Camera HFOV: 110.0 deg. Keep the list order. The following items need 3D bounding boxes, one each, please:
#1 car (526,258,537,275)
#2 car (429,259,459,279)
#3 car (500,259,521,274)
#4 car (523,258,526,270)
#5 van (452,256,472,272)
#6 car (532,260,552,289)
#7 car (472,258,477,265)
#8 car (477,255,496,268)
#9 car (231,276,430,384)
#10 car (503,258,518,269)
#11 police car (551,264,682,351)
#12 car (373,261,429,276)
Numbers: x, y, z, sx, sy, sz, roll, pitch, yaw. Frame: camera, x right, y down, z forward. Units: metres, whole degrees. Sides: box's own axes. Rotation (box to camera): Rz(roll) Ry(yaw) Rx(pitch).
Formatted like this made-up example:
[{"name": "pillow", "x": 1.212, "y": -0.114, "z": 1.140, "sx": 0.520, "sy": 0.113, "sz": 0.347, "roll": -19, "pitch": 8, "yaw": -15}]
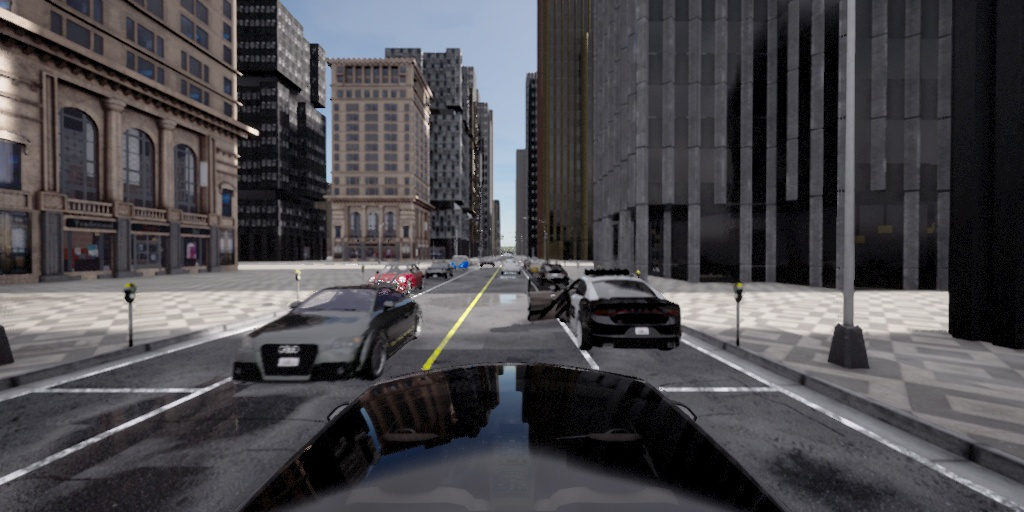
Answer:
[{"name": "car", "x": 2.587, "y": 1.069, "z": 35.576, "sx": 1.751, "sy": 1.417, "sz": 4.829, "roll": 0, "pitch": 0, "yaw": 0}, {"name": "car", "x": -5.908, "y": 1.144, "z": 29.720, "sx": 1.948, "sy": 1.339, "sz": 4.313, "roll": 0, "pitch": 0, "yaw": 0}, {"name": "car", "x": -0.115, "y": 1.063, "z": 36.252, "sx": 1.812, "sy": 1.442, "sz": 4.674, "roll": 0, "pitch": 0, "yaw": 0}, {"name": "car", "x": 2.559, "y": 1.056, "z": 41.046, "sx": 2.007, "sy": 1.370, "sz": 4.403, "roll": 0, "pitch": 0, "yaw": 0}, {"name": "van", "x": -5.966, "y": 0.846, "z": 41.001, "sx": 1.690, "sy": 1.789, "sz": 3.998, "roll": 0, "pitch": 0, "yaw": 0}, {"name": "car", "x": 2.647, "y": 1.181, "z": 24.124, "sx": 1.948, "sy": 1.339, "sz": 4.313, "roll": 0, "pitch": 0, "yaw": 0}, {"name": "car", "x": -6.054, "y": 0.941, "z": 57.923, "sx": 2.007, "sy": 1.370, "sz": 4.403, "roll": 0, "pitch": 0, "yaw": 0}, {"name": "car", "x": -3.242, "y": 0.673, "z": 48.393, "sx": 1.837, "sy": 1.490, "sz": 4.892, "roll": 0, "pitch": 0, "yaw": 0}, {"name": "car", "x": -3.126, "y": 1.282, "z": 6.995, "sx": 1.994, "sy": 1.385, "sz": 4.181, "roll": 0, "pitch": 0, "yaw": 0}, {"name": "car", "x": -0.189, "y": 1.020, "z": 48.382, "sx": 1.994, "sy": 1.385, "sz": 4.181, "roll": 0, "pitch": 0, "yaw": 1}, {"name": "police car", "x": 2.329, "y": 1.132, "z": 9.042, "sx": 1.930, "sy": 1.638, "sz": 5.238, "roll": 0, "pitch": 0, "yaw": 0}, {"name": "car", "x": -5.849, "y": 1.089, "z": 18.437, "sx": 1.967, "sy": 1.591, "sz": 4.097, "roll": 0, "pitch": 0, "yaw": 0}]
